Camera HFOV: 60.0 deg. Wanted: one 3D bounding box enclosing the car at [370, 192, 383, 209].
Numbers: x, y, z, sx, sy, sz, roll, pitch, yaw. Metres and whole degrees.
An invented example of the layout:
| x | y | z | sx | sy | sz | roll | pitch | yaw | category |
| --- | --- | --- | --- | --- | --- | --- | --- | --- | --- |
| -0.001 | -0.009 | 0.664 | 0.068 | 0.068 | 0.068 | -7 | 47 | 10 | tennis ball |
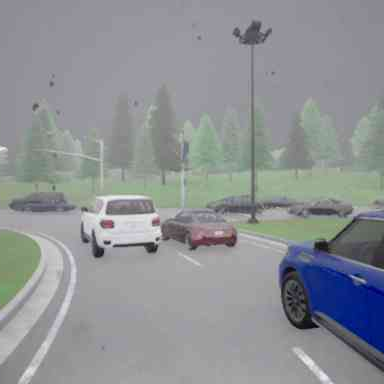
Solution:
| x | y | z | sx | sy | sz | roll | pitch | yaw | category |
| --- | --- | --- | --- | --- | --- | --- | --- | --- | --- |
| 22.806 | 0.917 | 37.260 | 4.553 | 1.767 | 2.097 | 0 | 0 | -3 | car |

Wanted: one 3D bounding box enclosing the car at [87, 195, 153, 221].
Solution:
| x | y | z | sx | sy | sz | roll | pitch | yaw | category |
| --- | --- | --- | --- | --- | --- | --- | --- | --- | --- |
| -5.343 | 1.154 | 25.125 | 4.553 | 1.767 | 2.097 | 0 | 1 | -3 | car |

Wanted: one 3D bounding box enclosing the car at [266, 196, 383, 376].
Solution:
| x | y | z | sx | sy | sz | roll | pitch | yaw | category |
| --- | --- | --- | --- | --- | --- | --- | --- | --- | --- |
| 2.901 | 1.174 | 3.770 | 2.150 | 2.045 | 5.566 | 0 | 1 | -7 | car |

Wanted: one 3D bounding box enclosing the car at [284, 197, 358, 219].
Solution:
| x | y | z | sx | sy | sz | roll | pitch | yaw | category |
| --- | --- | --- | --- | --- | --- | --- | --- | --- | --- |
| 9.984 | 1.215 | 26.008 | 4.902 | 1.511 | 2.128 | 0 | 1 | -3 | car |

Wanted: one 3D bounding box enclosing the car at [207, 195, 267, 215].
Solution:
| x | y | z | sx | sy | sz | roll | pitch | yaw | category |
| --- | --- | --- | --- | --- | --- | --- | --- | --- | --- |
| 3.899 | 1.075 | 29.162 | 4.553 | 1.767 | 2.097 | 0 | 1 | -3 | car |

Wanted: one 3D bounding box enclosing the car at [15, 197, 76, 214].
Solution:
| x | y | z | sx | sy | sz | roll | pitch | yaw | category |
| --- | --- | --- | --- | --- | --- | --- | --- | --- | --- |
| -13.700 | 1.385 | 31.656 | 4.718 | 1.301 | 1.895 | 0 | 1 | -3 | car |

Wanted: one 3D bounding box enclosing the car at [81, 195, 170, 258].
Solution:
| x | y | z | sx | sy | sz | roll | pitch | yaw | category |
| --- | --- | --- | --- | --- | --- | --- | --- | --- | --- |
| -2.898 | 1.121 | 12.793 | 2.150 | 2.045 | 5.566 | 0 | 1 | -24 | car |

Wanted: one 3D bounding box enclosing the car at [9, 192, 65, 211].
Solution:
| x | y | z | sx | sy | sz | roll | pitch | yaw | category |
| --- | --- | --- | --- | --- | --- | --- | --- | --- | --- |
| -16.092 | 0.987 | 35.021 | 5.566 | 2.045 | 2.150 | 0 | 1 | -3 | car |

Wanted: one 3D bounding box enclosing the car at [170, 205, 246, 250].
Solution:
| x | y | z | sx | sy | sz | roll | pitch | yaw | category |
| --- | --- | --- | --- | --- | --- | --- | --- | --- | --- |
| 0.159 | 1.440 | 13.889 | 1.994 | 1.385 | 4.181 | 0 | 1 | -24 | car |
